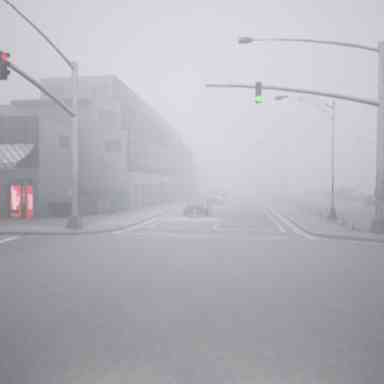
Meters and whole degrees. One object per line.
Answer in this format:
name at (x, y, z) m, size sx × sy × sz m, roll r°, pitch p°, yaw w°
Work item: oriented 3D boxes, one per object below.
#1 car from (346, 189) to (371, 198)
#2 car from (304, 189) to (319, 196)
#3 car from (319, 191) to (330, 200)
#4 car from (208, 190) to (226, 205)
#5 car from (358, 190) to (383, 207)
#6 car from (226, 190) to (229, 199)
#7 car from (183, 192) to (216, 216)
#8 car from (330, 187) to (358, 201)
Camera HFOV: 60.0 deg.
car at (31.154, 0.278, 62.335) m, size 3.806 × 1.475 × 1.970 m, roll 0°, pitch 1°, yaw 8°
car at (24.252, 0.149, 66.372) m, size 3.633 × 1.501 × 1.845 m, roll 0°, pitch 1°, yaw 8°
car at (21.386, 0.238, 48.008) m, size 4.605 × 1.855 × 1.932 m, roll 0°, pitch 1°, yaw 8°
car at (2.486, 0.574, 38.818) m, size 2.097 × 1.767 × 4.553 m, roll 0°, pitch 1°, yaw 9°
car at (19.487, 0.607, 32.422) m, size 5.027 × 1.636 × 2.152 m, roll 0°, pitch 1°, yaw 8°
car at (5.315, 0.352, 57.233) m, size 1.882 × 1.535 × 5.008 m, roll 0°, pitch 1°, yaw 8°
car at (0.536, 1.007, 25.758) m, size 1.812 × 1.442 × 4.674 m, roll 0°, pitch 2°, yaw 8°
car at (21.367, 0.278, 45.073) m, size 3.866 × 1.878 × 1.905 m, roll 0°, pitch 1°, yaw 8°
